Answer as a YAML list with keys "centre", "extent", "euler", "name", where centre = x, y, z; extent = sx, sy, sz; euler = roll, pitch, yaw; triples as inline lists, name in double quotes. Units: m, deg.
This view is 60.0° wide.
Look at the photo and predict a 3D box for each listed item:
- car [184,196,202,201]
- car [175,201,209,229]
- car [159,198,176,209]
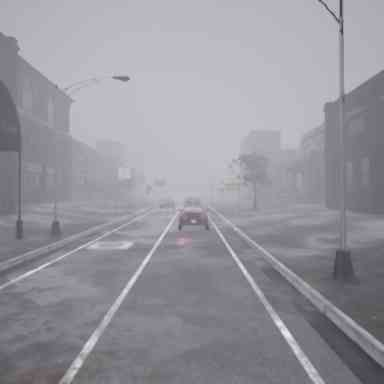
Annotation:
- centre: [0.103, 1.288, 39.137]
  extent: [2.097, 1.767, 4.553]
  euler: [1, 0, 0]
  name: "car"
- centre: [0.095, 1.519, 21.389]
  extent: [1.812, 1.442, 4.674]
  euler: [0, 0, 0]
  name: "car"
- centre: [-3.094, 1.501, 43.029]
  extent: [1.994, 1.385, 4.181]
  euler: [0, 0, 0]
  name: "car"
